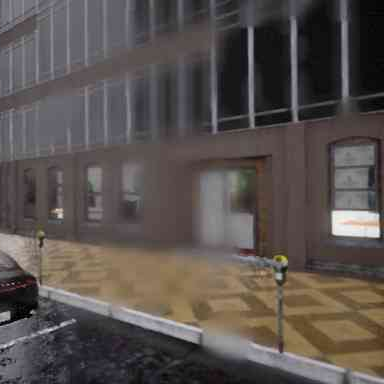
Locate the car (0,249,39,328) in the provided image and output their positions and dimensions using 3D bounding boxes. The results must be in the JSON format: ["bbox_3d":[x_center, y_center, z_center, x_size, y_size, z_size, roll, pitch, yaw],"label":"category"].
[{"bbox_3d":[-4.571,1.628,6.136,4.403,1.369,2.008,-1,0,36],"label":"car"}]
